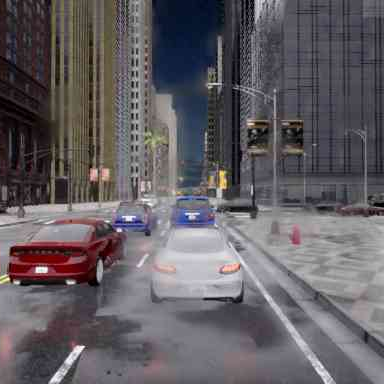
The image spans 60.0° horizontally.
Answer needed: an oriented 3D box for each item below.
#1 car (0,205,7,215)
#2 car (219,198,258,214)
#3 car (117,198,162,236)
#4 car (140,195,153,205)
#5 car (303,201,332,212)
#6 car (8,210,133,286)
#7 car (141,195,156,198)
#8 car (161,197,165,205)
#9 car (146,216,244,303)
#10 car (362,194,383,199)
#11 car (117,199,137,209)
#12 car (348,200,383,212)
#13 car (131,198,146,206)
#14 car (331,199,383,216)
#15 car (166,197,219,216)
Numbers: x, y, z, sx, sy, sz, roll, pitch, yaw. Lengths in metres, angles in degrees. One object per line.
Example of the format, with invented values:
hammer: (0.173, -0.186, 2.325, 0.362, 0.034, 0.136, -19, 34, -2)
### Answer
car: (-22.097, 1.777, 35.429, 4.181, 1.385, 1.994, 0, -1, 0)
car: (4.732, 1.452, 35.772, 4.553, 1.767, 2.097, 0, -1, -1)
car: (-3.135, 1.391, 18.672, 2.097, 1.767, 4.553, 0, 0, 0)
car: (-9.690, 1.609, 71.414, 2.150, 2.045, 5.566, 0, 0, 0)
car: (15.217, 1.662, 38.687, 4.313, 1.339, 1.947, 0, 0, -1)
car: (-3.144, 1.489, 9.445, 1.882, 1.535, 5.008, 0, 0, 0)
car: (-6.556, 1.452, 50.972, 2.150, 2.045, 5.566, 0, 0, 0)
car: (-6.519, 1.804, 60.684, 1.837, 1.490, 4.892, 0, 0, 1)
car: (0.105, 1.534, 8.073, 1.812, 1.442, 4.674, 0, 0, 0)
car: (19.820, 1.269, 36.009, 5.566, 2.045, 2.150, 0, -1, -1)
car: (-9.805, 1.778, 50.931, 2.033, 1.411, 5.357, 0, 0, 0)
car: (20.857, 1.643, 38.770, 4.313, 1.339, 1.947, 0, 0, -1)
car: (-9.768, 1.826, 60.840, 1.812, 1.442, 4.674, 0, 0, 1)
car: (15.340, 1.577, 30.163, 4.206, 1.307, 1.802, 0, 0, -1)
car: (0.041, 1.257, 17.775, 2.150, 2.045, 5.566, 0, 0, 1)
